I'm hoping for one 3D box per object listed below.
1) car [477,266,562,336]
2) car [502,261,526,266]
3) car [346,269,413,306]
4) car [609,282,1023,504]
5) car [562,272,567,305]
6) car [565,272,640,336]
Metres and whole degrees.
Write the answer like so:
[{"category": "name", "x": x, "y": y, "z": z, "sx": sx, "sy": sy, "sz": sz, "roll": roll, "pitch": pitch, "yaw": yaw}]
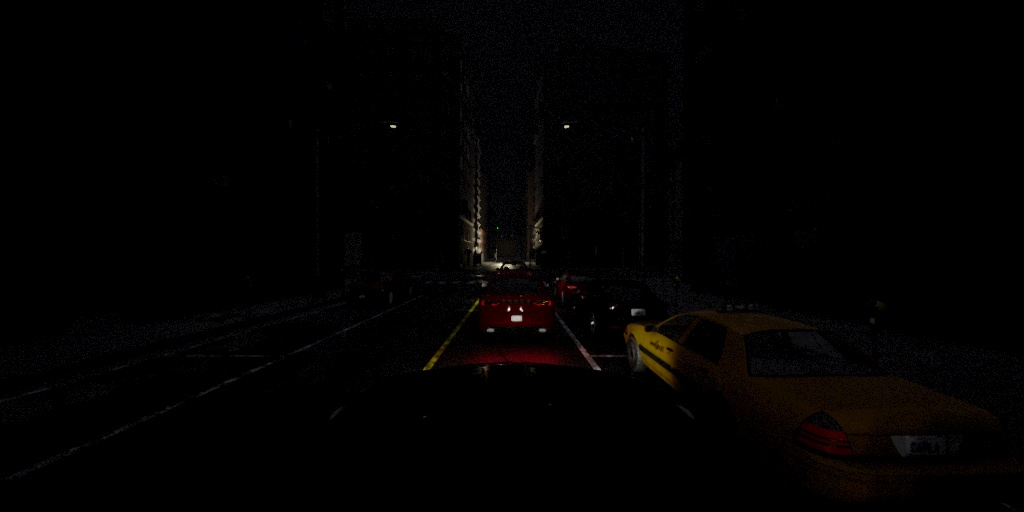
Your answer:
[{"category": "car", "x": 0.101, "y": 1.225, "z": 10.383, "sx": 1.882, "sy": 1.535, "sz": 5.008, "roll": 0, "pitch": 0, "yaw": 0}, {"category": "car", "x": 0.109, "y": 1.095, "z": 21.094, "sx": 2.097, "sy": 1.767, "sz": 4.553, "roll": 0, "pitch": 0, "yaw": 0}, {"category": "car", "x": -5.663, "y": 1.290, "z": 15.794, "sx": 1.888, "sy": 1.381, "sz": 4.507, "roll": 0, "pitch": 0, "yaw": 0}, {"category": "car", "x": 2.873, "y": 1.274, "z": 4.788, "sx": 1.751, "sy": 1.417, "sz": 4.829, "roll": 0, "pitch": 0, "yaw": 0}, {"category": "car", "x": 2.882, "y": 1.327, "z": 15.790, "sx": 1.802, "sy": 1.307, "sz": 4.207, "roll": 0, "pitch": 0, "yaw": 0}, {"category": "car", "x": 2.878, "y": 1.313, "z": 10.204, "sx": 1.948, "sy": 1.339, "sz": 4.313, "roll": 0, "pitch": 0, "yaw": 0}]
